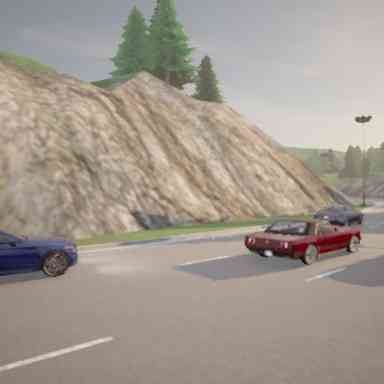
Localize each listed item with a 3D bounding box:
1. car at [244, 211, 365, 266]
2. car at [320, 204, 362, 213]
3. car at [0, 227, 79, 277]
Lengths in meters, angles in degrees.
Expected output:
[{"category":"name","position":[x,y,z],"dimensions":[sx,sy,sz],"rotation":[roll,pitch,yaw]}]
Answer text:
[{"category":"car","position":[4.037,1.568,11.564],"dimensions":[4.718,1.301,1.895],"rotation":[0,0,-40]},{"category":"car","position":[9.520,1.488,21.450],"dimensions":[4.181,1.385,1.994],"rotation":[0,0,-45]},{"category":"car","position":[-5.389,1.558,8.608],"dimensions":[4.674,1.442,1.812],"rotation":[0,0,-36]}]
